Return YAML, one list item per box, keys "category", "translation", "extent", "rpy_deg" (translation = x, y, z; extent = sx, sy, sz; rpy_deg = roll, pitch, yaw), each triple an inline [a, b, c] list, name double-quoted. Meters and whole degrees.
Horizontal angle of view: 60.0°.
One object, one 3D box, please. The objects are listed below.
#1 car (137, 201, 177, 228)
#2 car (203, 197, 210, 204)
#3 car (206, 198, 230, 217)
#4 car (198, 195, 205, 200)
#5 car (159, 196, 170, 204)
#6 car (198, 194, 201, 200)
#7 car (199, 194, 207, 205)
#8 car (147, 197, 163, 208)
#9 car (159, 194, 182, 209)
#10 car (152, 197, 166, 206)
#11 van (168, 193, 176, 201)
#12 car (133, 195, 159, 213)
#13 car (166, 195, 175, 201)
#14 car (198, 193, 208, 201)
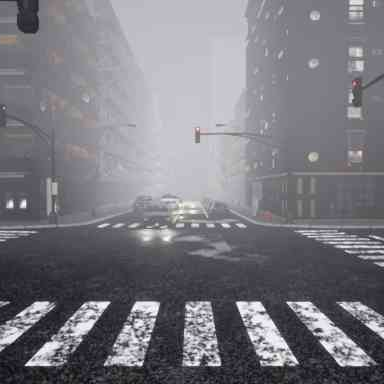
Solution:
- category: "car"
  translation: [-2.382, 1.541, 22.345]
  extent: [2.033, 1.411, 5.357]
  rpy_deg: [0, 0, -7]
- category: "car"
  translation: [2.599, 1.539, 36.978]
  extent: [2.008, 1.369, 4.403]
  rpy_deg: [-1, 0, 0]
- category: "car"
  translation: [2.593, 1.572, 31.439]
  extent: [1.802, 1.307, 4.206]
  rpy_deg: [-1, 0, 0]
- category: "car"
  translation: [2.665, 1.539, 92.370]
  extent: [1.802, 1.307, 4.206]
  rpy_deg: [-1, 0, 0]
- category: "car"
  translation: [-5.248, 1.557, 64.732]
  extent: [1.802, 1.307, 4.206]
  rpy_deg: [-1, 0, 0]
- category: "car"
  translation: [2.645, 1.551, 75.752]
  extent: [1.802, 1.307, 4.206]
  rpy_deg: [-1, 0, 0]
- category: "car"
  translation: [2.625, 1.523, 59.135]
  extent: [1.887, 1.381, 4.507]
  rpy_deg: [-1, 0, 0]
- category: "car"
  translation: [-5.269, 1.508, 47.951]
  extent: [1.752, 1.417, 4.829]
  rpy_deg: [-1, 0, 0]
- category: "car"
  translation: [-2.810, 1.209, 41.476]
  extent: [2.150, 2.045, 5.566]
  rpy_deg: [0, 0, 1]
- category: "car"
  translation: [-5.261, 1.563, 53.658]
  extent: [1.802, 1.307, 4.206]
  rpy_deg: [-1, 0, 0]
- category: "van"
  translation: [-5.225, 1.302, 86.881]
  extent: [1.690, 1.788, 3.998]
  rpy_deg: [-1, 0, 0]
- category: "car"
  translation: [-5.284, 1.303, 37.046]
  extent: [2.192, 1.841, 5.009]
  rpy_deg: [-1, 0, 0]
- category: "car"
  translation: [-5.229, 1.490, 81.174]
  extent: [1.752, 1.417, 4.829]
  rpy_deg: [-1, 0, 0]
- category: "car"
  translation: [2.649, 1.280, 81.292]
  extent: [2.192, 1.841, 5.009]
  rpy_deg: [-1, 0, 0]
